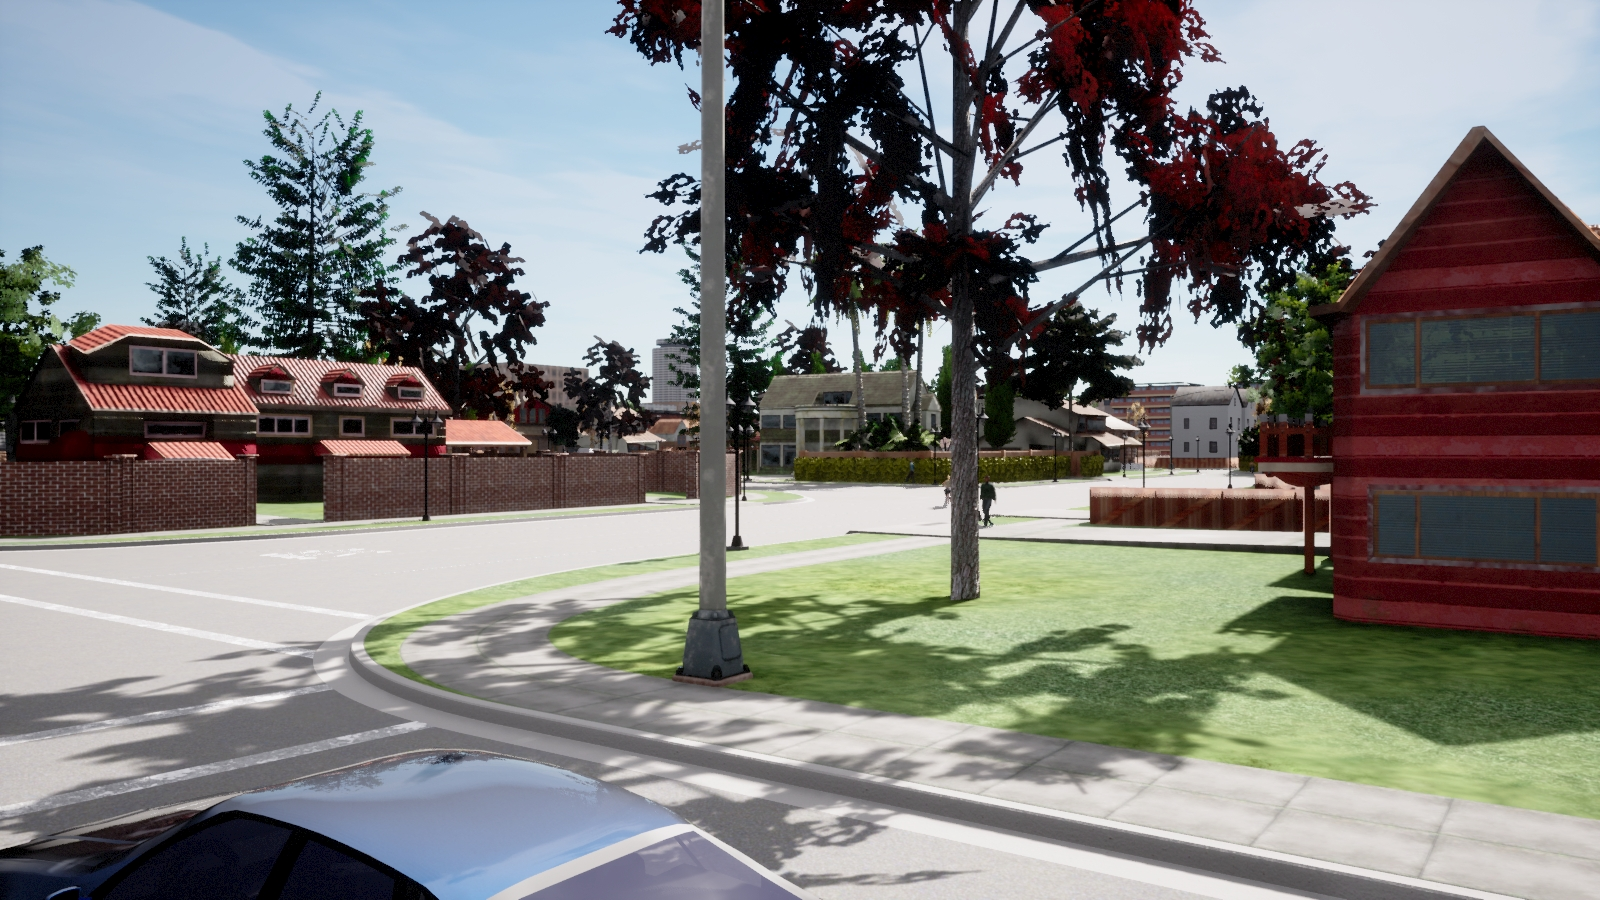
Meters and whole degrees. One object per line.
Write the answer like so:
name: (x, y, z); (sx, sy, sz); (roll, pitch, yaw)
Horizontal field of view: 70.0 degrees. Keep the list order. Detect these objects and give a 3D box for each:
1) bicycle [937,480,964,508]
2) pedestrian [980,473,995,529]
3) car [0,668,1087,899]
bicycle: (7.340, 2.145, 55.673); (0.859, 1.301, 1.487); (0, 0, 27)
pedestrian: (6.289, 1.704, 38.241); (0.375, 1.860, 0.375); (0, 0, 35)
car: (-1.713, 2.106, 4.943); (5.357, 1.411, 2.033); (0, 0, 36)
